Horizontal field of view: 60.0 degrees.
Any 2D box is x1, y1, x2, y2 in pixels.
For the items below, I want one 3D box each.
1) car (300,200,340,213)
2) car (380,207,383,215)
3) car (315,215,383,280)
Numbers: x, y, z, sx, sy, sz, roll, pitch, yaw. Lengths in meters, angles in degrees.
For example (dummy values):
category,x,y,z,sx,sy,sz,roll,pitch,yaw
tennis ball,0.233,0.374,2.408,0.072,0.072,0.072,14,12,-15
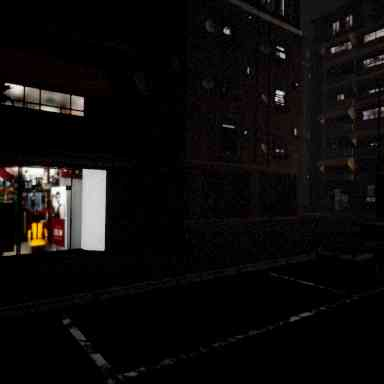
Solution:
category,x,y,z,sx,sy,sz,roll,pitch,yaw
car,15.495,1.706,40.454,1.752,1.417,4.829,1,-1,-35
car,18.056,1.376,27.123,2.097,1.767,4.553,1,-1,-33
car,5.458,1.588,9.922,4.206,1.307,1.802,0,1,-35
